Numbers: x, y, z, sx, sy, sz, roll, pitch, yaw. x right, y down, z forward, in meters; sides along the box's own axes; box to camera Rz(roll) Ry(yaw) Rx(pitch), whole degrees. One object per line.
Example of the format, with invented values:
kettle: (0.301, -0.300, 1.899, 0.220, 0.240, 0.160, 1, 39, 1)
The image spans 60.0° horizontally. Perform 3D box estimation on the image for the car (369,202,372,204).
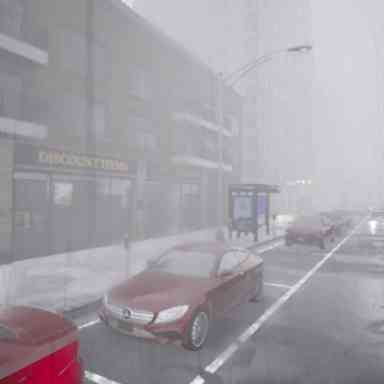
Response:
car: (22.540, 2.335, 44.536, 1.947, 1.339, 4.313, 0, -1, 30)

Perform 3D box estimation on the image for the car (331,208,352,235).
car: (8.536, 1.905, 20.727, 1.947, 1.339, 4.313, 0, -1, 30)

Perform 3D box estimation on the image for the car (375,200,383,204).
car: (32.543, 2.491, 56.283, 1.882, 1.535, 5.008, 0, -1, 30)

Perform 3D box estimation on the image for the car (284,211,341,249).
car: (5.736, 1.798, 15.965, 1.887, 1.381, 4.507, 0, -1, 30)

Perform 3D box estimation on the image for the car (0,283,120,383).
car: (-2.666, 1.541, 1.680, 1.887, 1.381, 4.507, 0, -1, 30)

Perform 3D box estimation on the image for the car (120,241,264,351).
car: (0.134, 1.664, 6.441, 1.802, 1.307, 4.206, 0, -1, 30)

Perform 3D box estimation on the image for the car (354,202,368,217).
car: (19.739, 2.265, 39.774, 1.802, 1.307, 4.206, 0, -1, 30)

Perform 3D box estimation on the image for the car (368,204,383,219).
car: (20.276, 2.238, 35.622, 1.895, 1.301, 4.718, 0, -1, 31)

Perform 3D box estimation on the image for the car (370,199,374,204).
car: (25.342, 2.295, 49.299, 1.967, 1.590, 4.097, 0, -1, 30)

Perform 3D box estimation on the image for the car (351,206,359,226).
car: (11.337, 1.991, 25.488, 1.947, 1.339, 4.313, 0, -1, 30)
